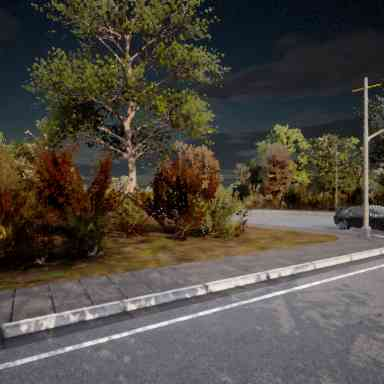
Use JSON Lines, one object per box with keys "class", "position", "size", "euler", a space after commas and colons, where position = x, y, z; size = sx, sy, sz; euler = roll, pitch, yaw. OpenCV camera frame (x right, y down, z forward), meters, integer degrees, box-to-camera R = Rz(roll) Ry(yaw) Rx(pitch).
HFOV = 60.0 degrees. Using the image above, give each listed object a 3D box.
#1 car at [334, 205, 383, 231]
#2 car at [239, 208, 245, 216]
{"class": "car", "position": [10.340, 1.532, 18.717], "size": [1.837, 1.490, 4.892], "euler": [1, -1, -25]}
{"class": "car", "position": [2.949, 1.457, 34.553], "size": [2.150, 2.045, 5.566], "euler": [0, -1, -42]}
